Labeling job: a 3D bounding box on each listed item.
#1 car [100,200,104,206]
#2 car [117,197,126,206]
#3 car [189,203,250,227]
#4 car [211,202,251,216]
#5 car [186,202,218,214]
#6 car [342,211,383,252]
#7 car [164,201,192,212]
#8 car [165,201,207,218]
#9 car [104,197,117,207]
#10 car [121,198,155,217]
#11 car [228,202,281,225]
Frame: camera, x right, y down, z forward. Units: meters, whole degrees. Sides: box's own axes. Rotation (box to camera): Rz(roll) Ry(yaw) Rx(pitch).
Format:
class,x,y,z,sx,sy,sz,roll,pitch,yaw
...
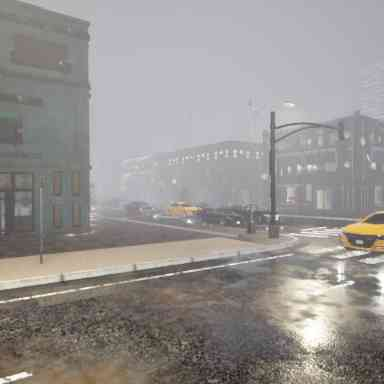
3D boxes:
class,x,y,z,sx,sy,sz,roll,pitch,yaw
car,-17.703,2.227,68.835,1.887,1.381,4.507,-1,0,-35
car,-9.491,2.005,52.376,2.128,1.511,4.902,-1,0,-35
car,2.028,1.814,25.242,1.947,1.339,4.313,-1,0,-35
car,4.291,1.809,36.937,2.008,1.369,4.403,-2,0,-35
car,1.150,1.903,41.494,1.802,1.307,4.206,-1,0,-35
car,7.921,1.476,13.081,5.008,1.535,1.882,0,0,-35
car,-1.991,1.965,46.050,1.802,1.307,4.206,-1,0,-35
car,-0.917,1.803,34.305,1.882,1.535,5.008,-1,0,-34
car,-14.566,1.939,64.278,2.192,1.841,5.009,-1,0,-35
car,-5.752,1.846,36.735,1.967,1.590,4.097,-1,0,-35
car,4.769,1.702,26.075,2.128,1.511,4.902,-1,0,-33
